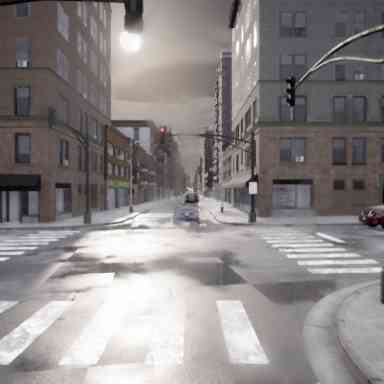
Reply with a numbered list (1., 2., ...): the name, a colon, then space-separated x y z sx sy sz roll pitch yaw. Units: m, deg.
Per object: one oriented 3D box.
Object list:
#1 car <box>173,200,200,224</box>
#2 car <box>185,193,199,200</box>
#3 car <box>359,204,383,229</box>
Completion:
1. car: -0.370 1.532 24.323 2.033 1.411 5.357 0 0 -2
2. car: 0.005 1.223 54.055 2.150 2.045 5.566 0 0 0
3. car: 12.053 1.111 18.445 5.009 1.841 2.192 -1 1 0
